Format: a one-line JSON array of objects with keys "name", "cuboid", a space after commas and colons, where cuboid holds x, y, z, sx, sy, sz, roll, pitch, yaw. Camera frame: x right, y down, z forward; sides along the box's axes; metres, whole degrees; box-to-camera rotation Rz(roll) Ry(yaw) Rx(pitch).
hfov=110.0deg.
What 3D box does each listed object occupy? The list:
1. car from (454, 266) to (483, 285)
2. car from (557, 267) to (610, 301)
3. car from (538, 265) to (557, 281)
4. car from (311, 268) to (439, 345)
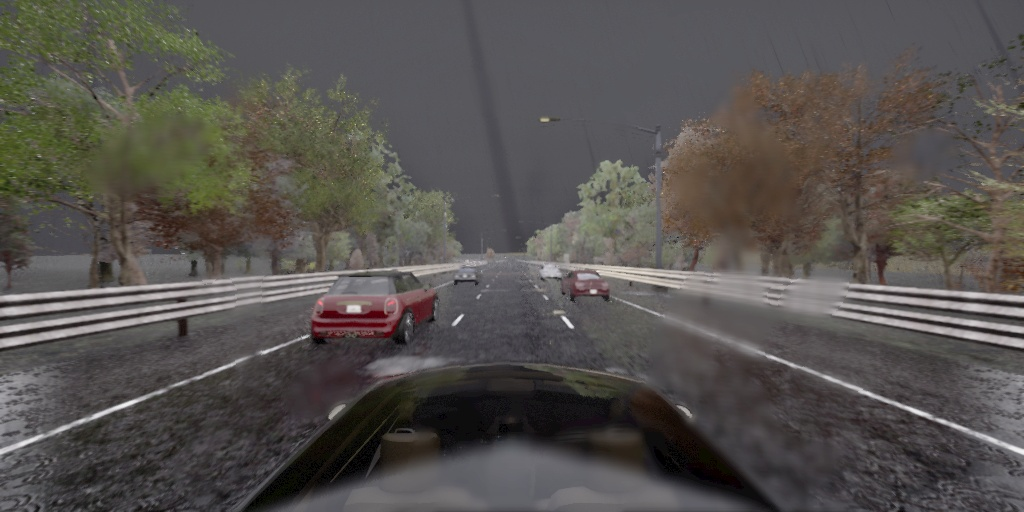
[{"name": "car", "cuboid": [-3.412, 1.533, 28.425, 2.033, 1.411, 5.357, 0, -1, 0]}, {"name": "car", "cuboid": [3.591, 1.419, 18.098, 1.812, 1.442, 4.674, 0, 0, 0]}, {"name": "car", "cuboid": [3.582, 1.564, 34.131, 1.812, 1.442, 4.674, 0, -1, 0]}, {"name": "car", "cuboid": [-3.405, 1.172, 9.850, 2.097, 1.767, 4.553, 0, 0, 0]}]
